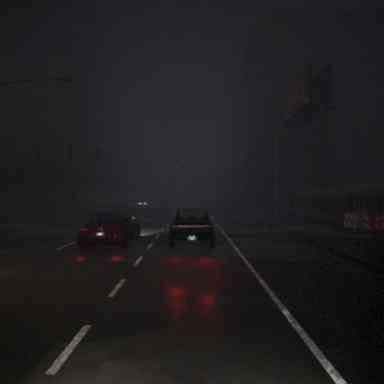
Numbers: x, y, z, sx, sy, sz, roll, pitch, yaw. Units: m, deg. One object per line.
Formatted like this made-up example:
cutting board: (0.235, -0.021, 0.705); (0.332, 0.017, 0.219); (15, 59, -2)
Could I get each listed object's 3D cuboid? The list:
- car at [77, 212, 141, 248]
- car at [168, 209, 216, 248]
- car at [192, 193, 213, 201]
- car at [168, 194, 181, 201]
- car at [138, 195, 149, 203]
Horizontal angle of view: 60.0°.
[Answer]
car: (-3.500, 1.570, 14.650); (1.994, 1.385, 4.181); (0, 0, 0)
car: (0.000, 1.493, 14.650); (2.128, 1.511, 4.902); (0, 0, 0)
car: (2.671, 1.185, 85.483); (5.566, 2.045, 2.150); (-1, 0, -36)
car: (-4.576, 1.324, 85.579); (2.097, 1.767, 4.553); (0, 0, -27)
car: (-10.500, 1.484, 72.455); (2.128, 1.511, 4.902); (0, 0, 0)
